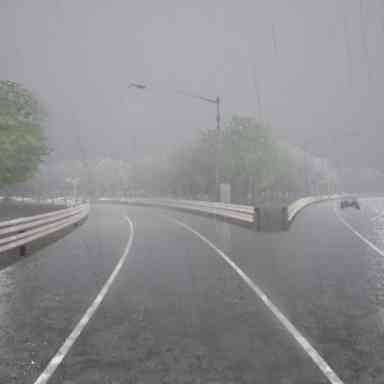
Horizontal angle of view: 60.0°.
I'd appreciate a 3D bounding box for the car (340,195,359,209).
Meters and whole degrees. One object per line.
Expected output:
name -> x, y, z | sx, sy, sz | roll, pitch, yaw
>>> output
car -> 20.405, 1.246, 43.235 | 2.097, 1.767, 4.553 | 0, 0, 23
